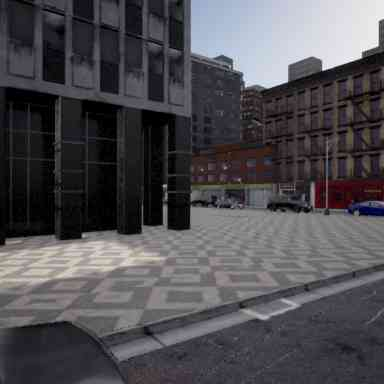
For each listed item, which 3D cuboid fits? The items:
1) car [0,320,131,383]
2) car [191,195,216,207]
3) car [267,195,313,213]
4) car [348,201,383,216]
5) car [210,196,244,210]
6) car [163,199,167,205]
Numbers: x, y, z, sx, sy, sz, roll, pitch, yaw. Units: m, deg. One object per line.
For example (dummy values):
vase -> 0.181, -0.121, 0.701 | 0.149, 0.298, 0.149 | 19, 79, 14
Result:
car -> -2.813, 1.547, 1.372 | 5.357, 1.411, 2.033 | 0, 0, -35
car -> 2.135, 1.520, 56.624 | 2.150, 2.045, 5.566 | 0, 0, -36
car -> 11.284, 1.391, 38.806 | 2.150, 2.045, 5.566 | 0, -1, -36
car -> 17.134, 1.577, 30.808 | 1.882, 1.535, 5.008 | 0, -1, -37
car -> 5.248, 1.726, 47.060 | 2.128, 1.511, 4.902 | 0, 0, -36
car -> -4.084, 1.843, 65.023 | 1.837, 1.490, 4.892 | 0, 0, -36
